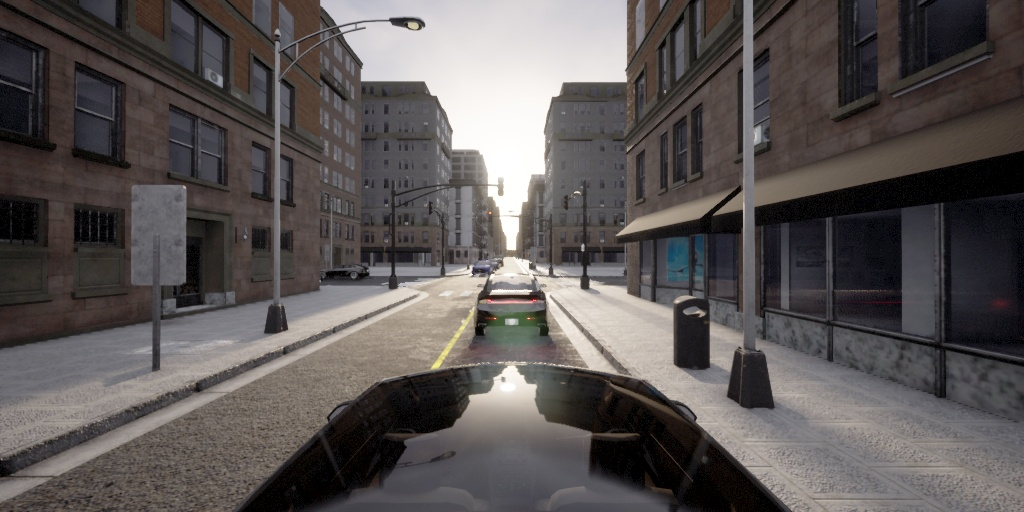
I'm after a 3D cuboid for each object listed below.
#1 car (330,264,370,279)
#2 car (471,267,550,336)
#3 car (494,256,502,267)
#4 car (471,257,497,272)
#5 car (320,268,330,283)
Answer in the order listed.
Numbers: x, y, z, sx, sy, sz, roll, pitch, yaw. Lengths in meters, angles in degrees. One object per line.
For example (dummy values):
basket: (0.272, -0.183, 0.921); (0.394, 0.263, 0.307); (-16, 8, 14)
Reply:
car: (-14.772, 1.330, 31.517); (4.313, 1.339, 1.948); (0, 0, 0)
car: (-0.002, 1.242, 10.349); (2.128, 1.511, 4.902); (0, 0, 0)
car: (-2.853, 1.211, 53.037); (1.837, 1.490, 4.892); (0, 2, 1)
car: (-3.025, 1.209, 37.870); (1.882, 1.535, 5.008); (0, 0, 3)
car: (-14.775, 1.289, 23.491); (4.313, 1.339, 1.948); (0, 0, 0)
